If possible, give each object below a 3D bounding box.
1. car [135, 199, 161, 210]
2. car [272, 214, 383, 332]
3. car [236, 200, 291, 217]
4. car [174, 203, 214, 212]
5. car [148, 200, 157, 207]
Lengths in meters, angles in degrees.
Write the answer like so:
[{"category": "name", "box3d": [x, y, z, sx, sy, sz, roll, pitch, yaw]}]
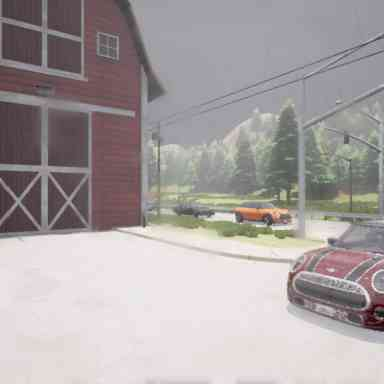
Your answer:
[{"category": "car", "box3d": [-6.605, 1.849, 49.579, 1.812, 1.442, 4.674, 0, 0, -34]}, {"category": "car", "box3d": [4.047, 1.389, 6.870, 4.553, 1.767, 2.097, 0, 0, -35]}, {"category": "car", "box3d": [5.438, 1.525, 25.599, 2.097, 1.767, 4.553, 0, 0, -34]}, {"category": "car", "box3d": [0.061, 1.771, 33.457, 2.033, 1.411, 5.357, 0, 0, -34]}, {"category": "car", "box3d": [-5.559, 1.841, 41.674, 1.994, 1.385, 4.181, 0, 0, -35]}]
